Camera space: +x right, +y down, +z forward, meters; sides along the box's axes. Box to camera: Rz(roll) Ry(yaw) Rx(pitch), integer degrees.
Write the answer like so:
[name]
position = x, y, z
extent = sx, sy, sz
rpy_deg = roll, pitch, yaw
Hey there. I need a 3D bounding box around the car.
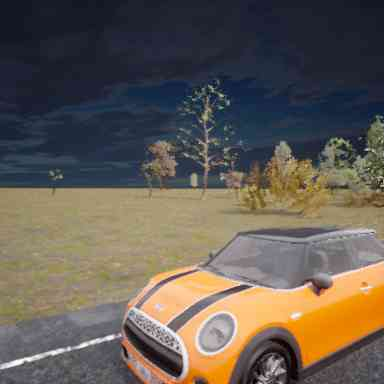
[car]
position = 1.302, 1.344, 4.923
extent = 4.553, 1.767, 2.097
rpy_deg = 0, 0, -36
